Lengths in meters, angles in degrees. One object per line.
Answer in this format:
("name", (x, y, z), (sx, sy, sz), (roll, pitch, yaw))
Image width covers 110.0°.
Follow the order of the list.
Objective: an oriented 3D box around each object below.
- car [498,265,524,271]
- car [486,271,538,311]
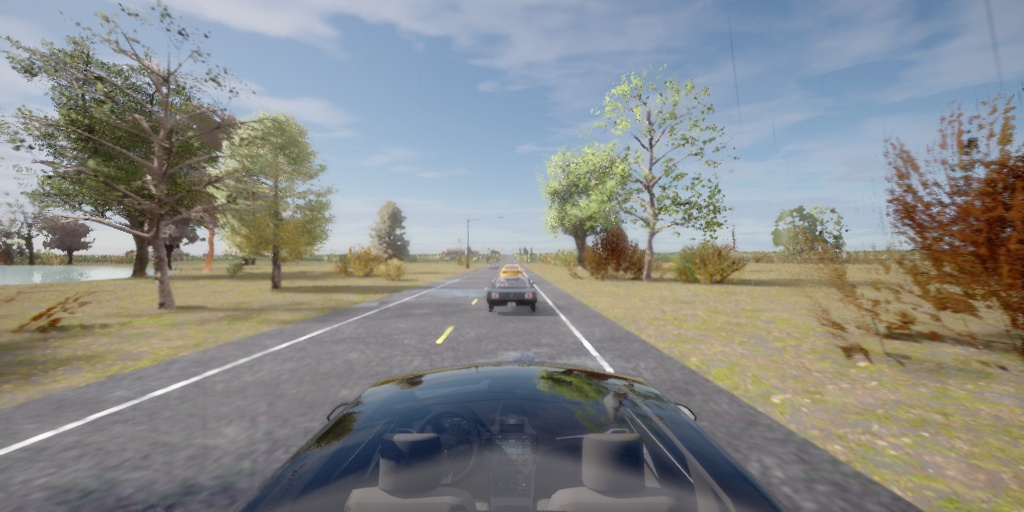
("car", (0.022, 1.502, 31.094), (1.882, 1.535, 5.008), (0, 0, 0))
("car", (0.018, 1.479, 15.105), (1.895, 1.301, 4.718), (0, -1, 1))
